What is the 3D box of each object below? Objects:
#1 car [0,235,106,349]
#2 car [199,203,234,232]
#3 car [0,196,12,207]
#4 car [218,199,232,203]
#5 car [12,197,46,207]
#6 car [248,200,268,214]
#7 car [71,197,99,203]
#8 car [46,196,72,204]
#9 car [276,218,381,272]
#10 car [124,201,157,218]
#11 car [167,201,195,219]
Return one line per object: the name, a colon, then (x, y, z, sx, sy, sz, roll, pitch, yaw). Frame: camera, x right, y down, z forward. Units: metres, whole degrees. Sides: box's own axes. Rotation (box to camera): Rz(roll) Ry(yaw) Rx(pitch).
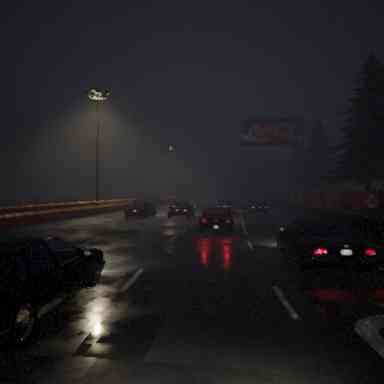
car: (-3.228, 1.517, 6.158, 2.033, 1.411, 5.357, 0, 0, 3)
car: (1.531, 1.581, 19.931, 1.895, 1.301, 4.718, 0, 0, 7)
car: (-24.043, 1.272, 42.200, 2.128, 1.511, 4.902, 0, 0, 8)
car: (3.593, 1.517, 36.538, 2.033, 1.411, 5.357, 0, 0, 7)
car: (-20.439, 1.367, 42.714, 1.994, 1.385, 4.181, 0, 0, 8)
car: (6.913, 1.541, 34.939, 2.033, 1.411, 5.357, 0, 0, 7)
car: (-13.322, 1.449, 43.111, 1.895, 1.301, 4.718, 0, 0, 7)
car: (-16.754, 1.337, 43.843, 1.837, 1.490, 4.892, 0, 0, 7)
car: (4.070, 1.558, 10.845, 2.033, 1.411, 5.357, 0, 0, 5)
car: (-4.403, 1.492, 28.983, 1.994, 1.385, 4.181, 0, 0, 7)
car: (-0.877, 1.499, 29.079, 2.033, 1.411, 5.357, 0, 0, 7)
